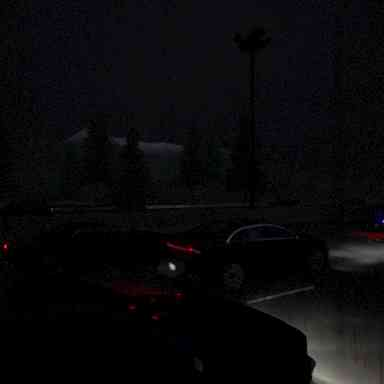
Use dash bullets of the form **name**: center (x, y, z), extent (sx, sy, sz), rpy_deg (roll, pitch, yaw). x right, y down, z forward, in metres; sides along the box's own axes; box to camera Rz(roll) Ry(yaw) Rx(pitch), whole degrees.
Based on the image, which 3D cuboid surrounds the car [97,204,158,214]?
- **car**: center (-4.273, 1.509, 21.875), extent (4.181, 1.385, 1.994), rpy_deg (0, 0, -32)

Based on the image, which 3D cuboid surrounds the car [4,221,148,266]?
- **car**: center (-2.941, 1.575, 10.088), extent (4.718, 1.301, 1.895), rpy_deg (0, 0, -34)

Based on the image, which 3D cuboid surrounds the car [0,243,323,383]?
- **car**: center (-1.305, 1.540, 2.760), extent (5.357, 1.411, 2.033), rpy_deg (0, 0, -35)

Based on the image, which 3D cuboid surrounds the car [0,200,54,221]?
- **car**: center (-11.347, 1.299, 21.477), extent (4.553, 1.767, 2.097), rpy_deg (0, 0, -34)

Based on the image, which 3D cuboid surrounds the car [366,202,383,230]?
- **car**: center (12.596, 1.427, 19.050), extent (5.008, 1.535, 1.882), rpy_deg (0, 0, -27)

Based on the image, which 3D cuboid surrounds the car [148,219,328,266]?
- **car**: center (1.584, 1.469, 8.829), extent (4.902, 1.511, 2.128), rpy_deg (0, 0, -33)

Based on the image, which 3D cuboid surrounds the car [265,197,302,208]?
- **car**: center (11.478, 1.384, 41.848), extent (4.902, 1.511, 2.128), rpy_deg (0, 0, -23)

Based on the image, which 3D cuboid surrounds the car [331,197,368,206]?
- **car**: center (19.566, 1.397, 41.323), extent (4.892, 1.490, 1.837), rpy_deg (0, 0, -20)
